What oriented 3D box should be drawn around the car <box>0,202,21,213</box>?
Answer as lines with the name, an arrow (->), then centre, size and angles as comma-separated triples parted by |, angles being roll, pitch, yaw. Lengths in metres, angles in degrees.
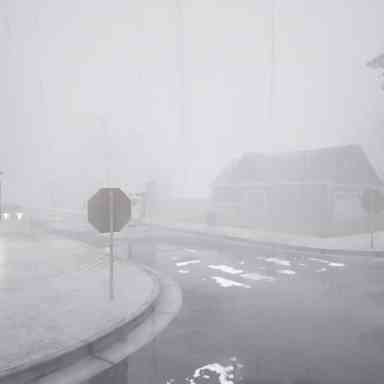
car -> -23.633, 1.944, 43.326 | 1.895, 1.301, 4.718 | 0, 0, -36

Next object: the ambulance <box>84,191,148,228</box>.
ambulance -> -5.540, 1.175, 23.065 | 2.351, 2.431, 6.366 | 0, 0, -36
